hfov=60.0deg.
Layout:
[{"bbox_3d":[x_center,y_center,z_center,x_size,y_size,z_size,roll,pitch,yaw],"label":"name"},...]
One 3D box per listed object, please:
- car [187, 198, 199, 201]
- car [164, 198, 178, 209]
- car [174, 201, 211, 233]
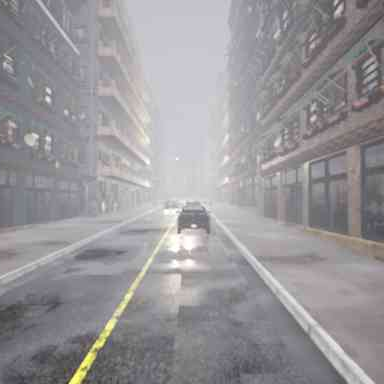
[{"bbox_3d":[0.094,1.538,41.201,2.128,1.511,4.902,0,0,0],"label":"car"},{"bbox_3d":[-2.837,1.547,45.941,2.128,1.511,4.902,0,0,0],"label":"car"},{"bbox_3d":[0.098,1.523,19.780,1.837,1.490,4.892,0,0,0],"label":"car"}]
